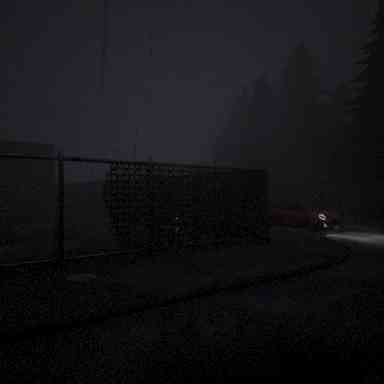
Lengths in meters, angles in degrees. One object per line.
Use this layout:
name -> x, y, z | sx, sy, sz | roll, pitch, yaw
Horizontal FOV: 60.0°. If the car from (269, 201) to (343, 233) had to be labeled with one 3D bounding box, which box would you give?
car -> 6.564, 1.349, 19.864 | 2.097, 1.767, 4.553 | 0, 0, -36
